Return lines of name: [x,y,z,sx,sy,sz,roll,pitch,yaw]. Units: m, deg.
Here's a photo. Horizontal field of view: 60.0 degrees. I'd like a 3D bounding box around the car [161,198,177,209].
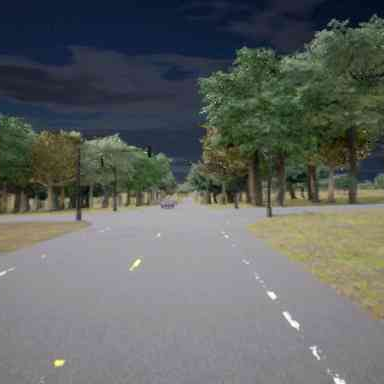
car: [-4.021,1.784,54.925,2.097,1.767,4.553,0,-2,-1]
